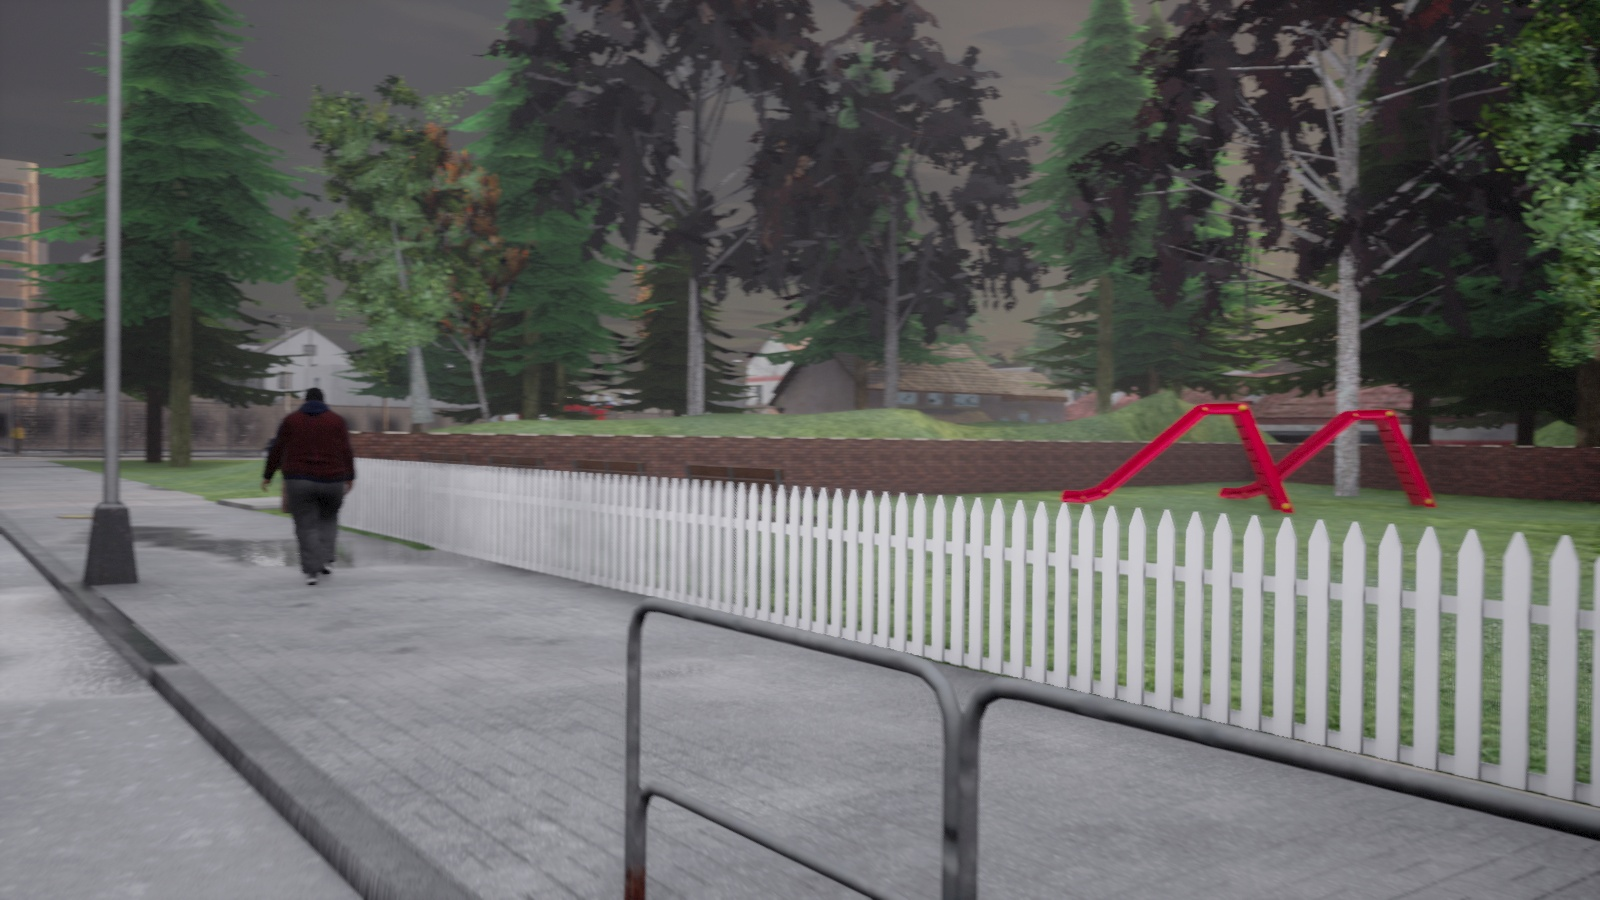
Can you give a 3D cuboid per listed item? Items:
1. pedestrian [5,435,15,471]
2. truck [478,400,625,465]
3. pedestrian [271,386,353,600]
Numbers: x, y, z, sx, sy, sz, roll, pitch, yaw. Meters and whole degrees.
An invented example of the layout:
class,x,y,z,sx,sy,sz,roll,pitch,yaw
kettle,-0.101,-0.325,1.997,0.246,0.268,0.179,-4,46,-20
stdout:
class,x,y,z,sx,sy,sz,roll,pitch,yaw
pedestrian,-40.651,0.162,64.639,0.370,1.835,0.726,-1,1,-36
truck,-15.186,-1.069,77.166,8.468,3.827,2.891,-1,1,-38
pedestrian,-4.420,0.362,11.346,0.634,1.844,0.899,-1,1,-24
